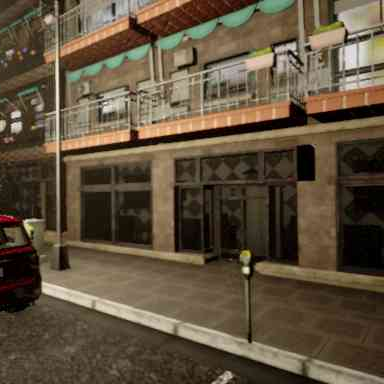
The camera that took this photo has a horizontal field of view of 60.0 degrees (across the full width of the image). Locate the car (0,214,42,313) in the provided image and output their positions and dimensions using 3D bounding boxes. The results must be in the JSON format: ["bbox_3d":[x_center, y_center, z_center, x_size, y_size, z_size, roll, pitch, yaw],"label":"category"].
[{"bbox_3d":[-4.917,1.315,6.398,5.009,1.841,2.192,0,-1,35],"label":"car"}]
